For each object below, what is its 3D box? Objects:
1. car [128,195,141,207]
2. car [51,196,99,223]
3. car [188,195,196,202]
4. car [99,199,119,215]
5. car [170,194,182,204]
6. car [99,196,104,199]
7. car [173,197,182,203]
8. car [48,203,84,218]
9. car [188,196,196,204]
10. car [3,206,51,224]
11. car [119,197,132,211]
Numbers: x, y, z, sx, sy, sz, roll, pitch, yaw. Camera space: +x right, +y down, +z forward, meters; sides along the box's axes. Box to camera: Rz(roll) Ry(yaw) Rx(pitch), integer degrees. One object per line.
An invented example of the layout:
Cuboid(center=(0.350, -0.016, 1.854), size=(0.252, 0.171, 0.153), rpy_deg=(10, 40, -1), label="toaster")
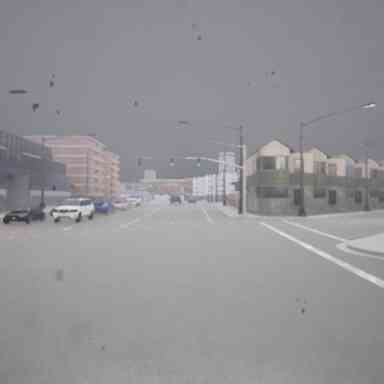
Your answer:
Cuboid(center=(-10.545, 1.525, 59.829), size=(2.150, 2.045, 5.566), rpy_deg=(0, 1, 0), label="car")
Cuboid(center=(-10.602, 1.610, 30.287), size=(2.150, 2.045, 5.566), rpy_deg=(0, -1, 1), label="car")
Cuboid(center=(-0.009, 1.710, 82.718), size=(2.097, 1.767, 4.553), rpy_deg=(0, -2, 0), label="car")
Cuboid(center=(-10.602, 1.936, 40.023), size=(1.882, 1.535, 5.008), rpy_deg=(0, 0, 0), label="car")
Cuboid(center=(-3.507, 1.543, 72.048), size=(2.150, 2.045, 5.566), rpy_deg=(0, -1, 0), label="car")
Cuboid(center=(-14.096, 1.652, 47.699), size=(2.150, 2.045, 5.566), rpy_deg=(0, 0, 0), label="car")
Cuboid(center=(-3.509, 2.046, 82.737), size=(2.128, 1.511, 4.902), rpy_deg=(0, -2, 0), label="car")
Cuboid(center=(-14.103, 2.002, 37.516), size=(2.033, 1.411, 5.357), rpy_deg=(0, 0, 0), label="car")
Cuboid(center=(-0.008, 1.921, 72.756), size=(1.895, 1.301, 4.718), rpy_deg=(0, -1, 0), label="car")
Cuboid(center=(-14.103, 1.926, 28.281), size=(1.994, 1.385, 4.181), rpy_deg=(0, -1, 0), label="car")
Cuboid(center=(-10.596, 1.949, 49.107), size=(1.812, 1.442, 4.674), rpy_deg=(0, 1, 0), label="car")
